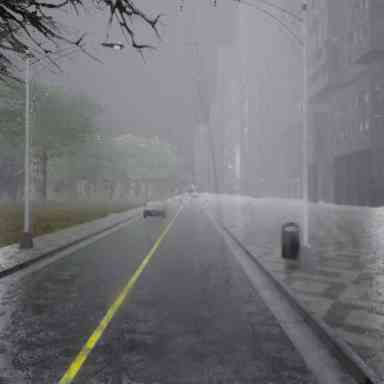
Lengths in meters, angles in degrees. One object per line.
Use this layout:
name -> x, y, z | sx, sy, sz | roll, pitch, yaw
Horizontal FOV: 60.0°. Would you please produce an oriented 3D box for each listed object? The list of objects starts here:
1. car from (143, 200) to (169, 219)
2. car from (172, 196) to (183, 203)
car -> -3.102, 1.478, 29.163 | 1.882, 1.535, 5.008 | 0, 0, 0
car -> -3.010, 1.549, 70.432 | 1.812, 1.442, 4.674 | 0, 0, 0
